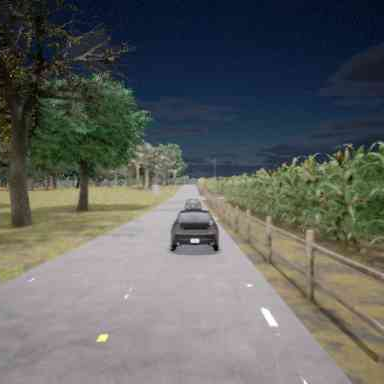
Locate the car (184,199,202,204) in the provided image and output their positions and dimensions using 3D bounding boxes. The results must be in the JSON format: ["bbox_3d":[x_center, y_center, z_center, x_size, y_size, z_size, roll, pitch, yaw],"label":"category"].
[{"bbox_3d":[0.121,1.436,35.415,2.033,1.411,5.357,0,1,0],"label":"car"}]

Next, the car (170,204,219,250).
[{"bbox_3d":[0.108,1.491,14.273,1.837,1.490,4.892,0,0,0],"label":"car"}]
